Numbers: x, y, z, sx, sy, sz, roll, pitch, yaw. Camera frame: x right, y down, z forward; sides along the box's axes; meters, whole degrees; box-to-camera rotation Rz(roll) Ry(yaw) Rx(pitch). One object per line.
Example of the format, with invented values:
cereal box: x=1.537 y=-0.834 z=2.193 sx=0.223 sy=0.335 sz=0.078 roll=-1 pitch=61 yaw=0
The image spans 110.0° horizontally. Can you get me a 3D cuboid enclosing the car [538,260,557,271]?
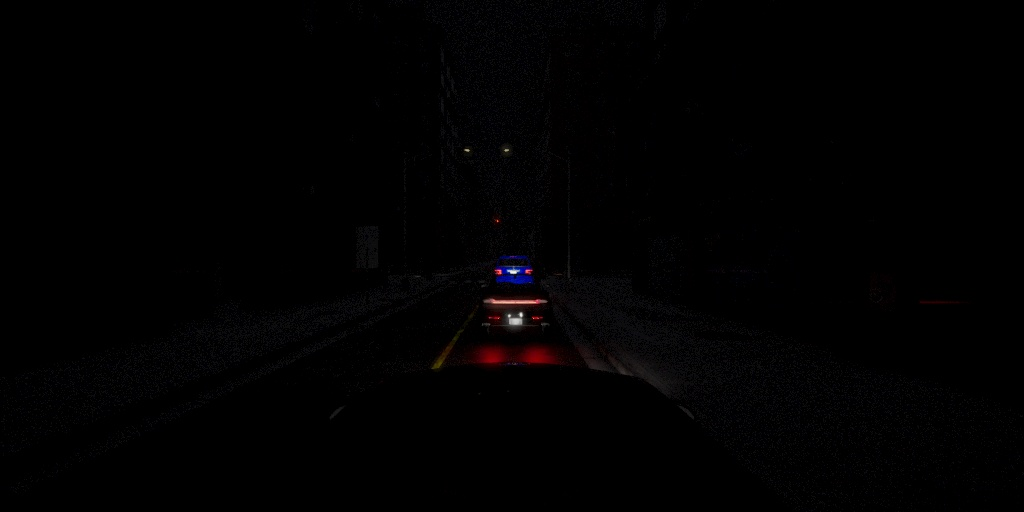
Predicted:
car: x=2.603 y=1.218 z=40.432 sx=5.008 sy=1.535 sz=1.882 roll=0 pitch=1 yaw=36

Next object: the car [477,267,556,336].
car: x=0.098 y=1.241 z=10.381 sx=2.128 sy=1.511 sz=4.902 roll=0 pitch=0 yaw=0

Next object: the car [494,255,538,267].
car: x=0.102 y=0.971 z=20.693 sx=2.150 sy=2.045 sz=5.566 roll=0 pitch=0 yaw=1

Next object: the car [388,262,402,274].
car: x=-14.660 y=1.288 z=40.352 sx=4.313 sy=1.339 sz=1.948 roll=0 pitch=0 yaw=0
